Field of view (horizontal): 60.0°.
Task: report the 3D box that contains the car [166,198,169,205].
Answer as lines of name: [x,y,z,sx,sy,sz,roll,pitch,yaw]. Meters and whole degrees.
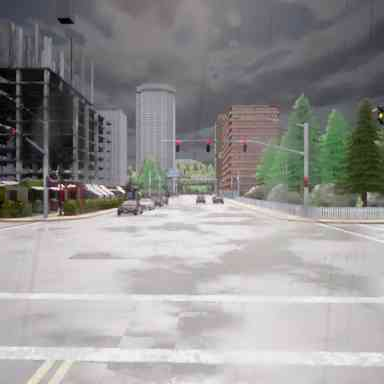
car: [-5.416,1.618,61.673,1.994,1.385,4.181,0,0,2]

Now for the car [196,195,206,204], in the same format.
car: [1.747,1.658,65.464,1.895,1.301,4.718,0,0,1]

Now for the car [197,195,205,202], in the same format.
car: [1.975,1.392,74.649,1.837,1.490,4.892,0,0,1]

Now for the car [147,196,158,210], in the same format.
car: [-5.918,1.563,42.746,1.812,1.442,4.674,0,0,1]

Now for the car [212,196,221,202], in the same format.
car: [5.475,1.487,74.592,1.895,1.301,4.718,0,0,1]

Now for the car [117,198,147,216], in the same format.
car: [-6.163,1.555,33.656,1.812,1.442,4.674,0,0,2]

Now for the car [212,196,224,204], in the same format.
car: [5.254,1.583,65.695,1.812,1.442,4.674,0,0,1]

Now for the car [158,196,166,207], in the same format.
car: [-5.688,1.397,51.751,2.097,1.767,4.553,0,0,1]
